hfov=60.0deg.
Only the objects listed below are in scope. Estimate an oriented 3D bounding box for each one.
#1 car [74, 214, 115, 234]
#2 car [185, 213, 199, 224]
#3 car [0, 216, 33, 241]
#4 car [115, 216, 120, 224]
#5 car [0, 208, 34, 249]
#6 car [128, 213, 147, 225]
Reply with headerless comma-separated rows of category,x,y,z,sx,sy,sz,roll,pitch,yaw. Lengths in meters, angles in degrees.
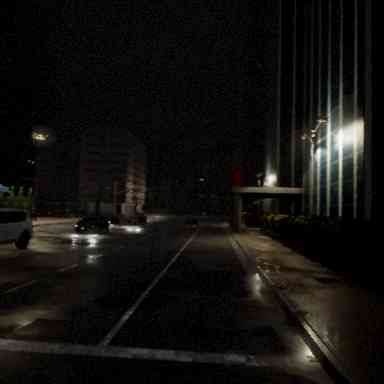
car,-8.716,2.839,29.447,1.837,1.490,4.892,2,-3,4
car,0.003,4.495,53.486,1.895,1.301,4.718,2,-3,4
car,-12.724,2.379,22.076,1.994,1.385,4.181,2,-3,4
car,-11.135,3.636,44.539,1.994,1.385,4.181,2,-3,4
car,-9.649,1.779,15.528,2.150,2.045,5.566,2,-3,4
car,-7.503,3.706,46.081,2.128,1.511,4.902,2,-3,4
